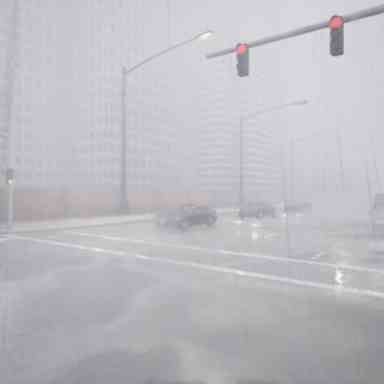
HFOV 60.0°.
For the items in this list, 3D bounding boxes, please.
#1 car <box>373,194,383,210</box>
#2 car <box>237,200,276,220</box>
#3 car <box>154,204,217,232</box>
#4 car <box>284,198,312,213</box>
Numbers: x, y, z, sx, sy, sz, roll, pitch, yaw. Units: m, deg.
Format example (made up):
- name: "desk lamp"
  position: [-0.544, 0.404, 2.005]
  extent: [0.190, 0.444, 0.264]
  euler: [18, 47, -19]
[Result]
- name: "car"
  position: [24.442, 1.216, 42.146]
  extent: [2.150, 2.045, 5.566]
  euler: [0, 0, 36]
- name: "car"
  position: [5.652, 1.490, 28.544]
  extent: [1.837, 1.490, 4.892]
  euler: [0, 0, 36]
- name: "car"
  position: [-0.270, 1.477, 20.401]
  extent: [2.128, 1.511, 4.902]
  euler: [0, 0, 34]
- name: "car"
  position: [11.815, 1.463, 37.004]
  extent: [1.882, 1.535, 5.008]
  euler: [0, 0, 36]
